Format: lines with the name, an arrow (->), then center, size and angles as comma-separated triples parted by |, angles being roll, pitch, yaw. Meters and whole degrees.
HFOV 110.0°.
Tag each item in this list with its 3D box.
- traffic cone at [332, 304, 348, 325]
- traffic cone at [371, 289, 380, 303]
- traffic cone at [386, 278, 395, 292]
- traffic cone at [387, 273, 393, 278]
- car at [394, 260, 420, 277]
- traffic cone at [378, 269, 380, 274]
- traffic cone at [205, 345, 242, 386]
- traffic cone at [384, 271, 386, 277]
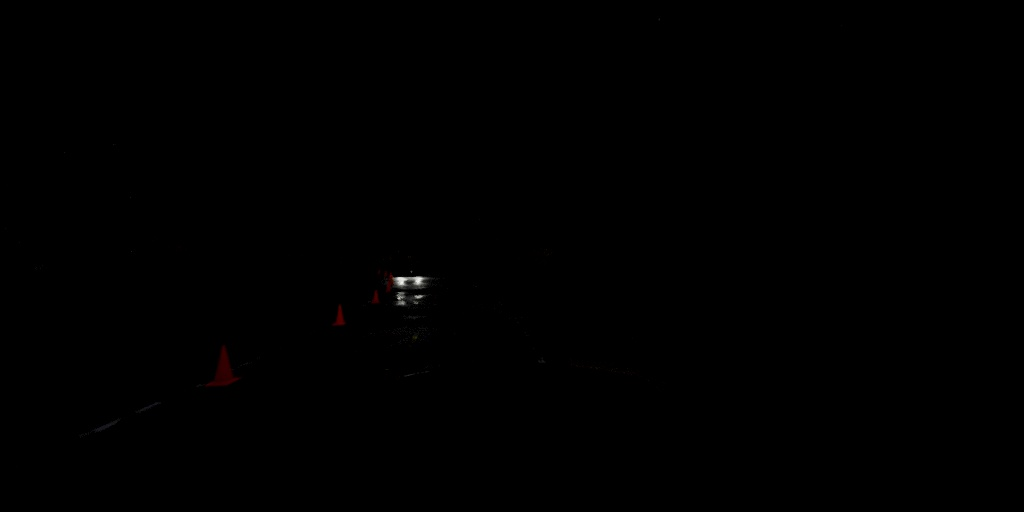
traffic cone -> -5.062, 1.713, 10.561 | 0.340, 0.580, 0.340 | 0, 0, -7
traffic cone -> -5.821, 1.700, 15.343 | 0.340, 0.580, 0.340 | 0, 0, -11
traffic cone -> -6.885, 1.685, 20.066 | 0.340, 0.580, 0.340 | 0, 0, -15
traffic cone -> -8.248, 1.669, 24.712 | 0.340, 0.580, 0.340 | 0, 0, -18
car -> -10.268, 1.194, 34.927 | 1.837, 1.490, 4.892 | 1, 0, -26
traffic cone -> -14.074, 1.632, 37.998 | 0.340, 0.580, 0.340 | 0, 0, -29
traffic cone -> -4.609, 1.725, 5.740 | 0.340, 0.580, 0.340 | 0, 0, -4
traffic cone -> -11.850, 1.642, 33.697 | 0.340, 0.580, 0.340 | 0, 0, -25
